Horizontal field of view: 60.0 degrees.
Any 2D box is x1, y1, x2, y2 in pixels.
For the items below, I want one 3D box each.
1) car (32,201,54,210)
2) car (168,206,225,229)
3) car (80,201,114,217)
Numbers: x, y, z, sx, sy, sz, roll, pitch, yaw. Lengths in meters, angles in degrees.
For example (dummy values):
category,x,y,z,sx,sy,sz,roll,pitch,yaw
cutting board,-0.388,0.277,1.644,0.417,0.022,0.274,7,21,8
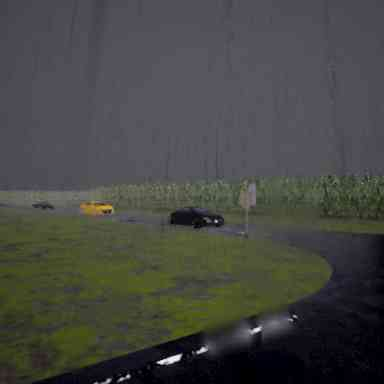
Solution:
category,x,y,z,sx,sy,sz,roll,pitch,yaw
car,-21.687,2.017,48.459,1.895,1.301,4.718,0,-1,-40
car,0.227,1.672,22.410,1.994,1.385,4.181,0,-1,-40
car,-9.814,1.696,34.283,1.882,1.535,5.008,0,-1,-40
